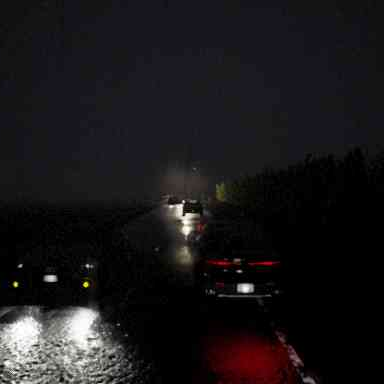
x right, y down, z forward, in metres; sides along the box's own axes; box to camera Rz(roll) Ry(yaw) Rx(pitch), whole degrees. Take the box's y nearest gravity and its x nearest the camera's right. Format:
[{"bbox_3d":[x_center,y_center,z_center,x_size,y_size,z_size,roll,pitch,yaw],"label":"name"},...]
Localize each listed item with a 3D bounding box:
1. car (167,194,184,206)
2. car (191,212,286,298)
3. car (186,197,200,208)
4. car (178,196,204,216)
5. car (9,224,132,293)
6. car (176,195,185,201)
[{"bbox_3d":[-2.770,1.446,52.235,1.994,1.385,4.181,0,0,0],"label":"car"},{"bbox_3d":[0.973,1.485,8.444,1.837,1.490,4.892,0,0,0],"label":"car"},{"bbox_3d":[0.127,1.422,45.787,1.812,1.442,4.674,0,0,0],"label":"car"},{"bbox_3d":[0.085,1.421,31.036,2.128,1.511,4.902,0,0,1],"label":"car"},{"bbox_3d":[-2.841,1.543,8.671,1.994,1.385,4.181,0,0,0],"label":"car"},{"bbox_3d":[-2.659,1.336,77.385,1.837,1.490,4.892,0,0,0],"label":"car"}]
